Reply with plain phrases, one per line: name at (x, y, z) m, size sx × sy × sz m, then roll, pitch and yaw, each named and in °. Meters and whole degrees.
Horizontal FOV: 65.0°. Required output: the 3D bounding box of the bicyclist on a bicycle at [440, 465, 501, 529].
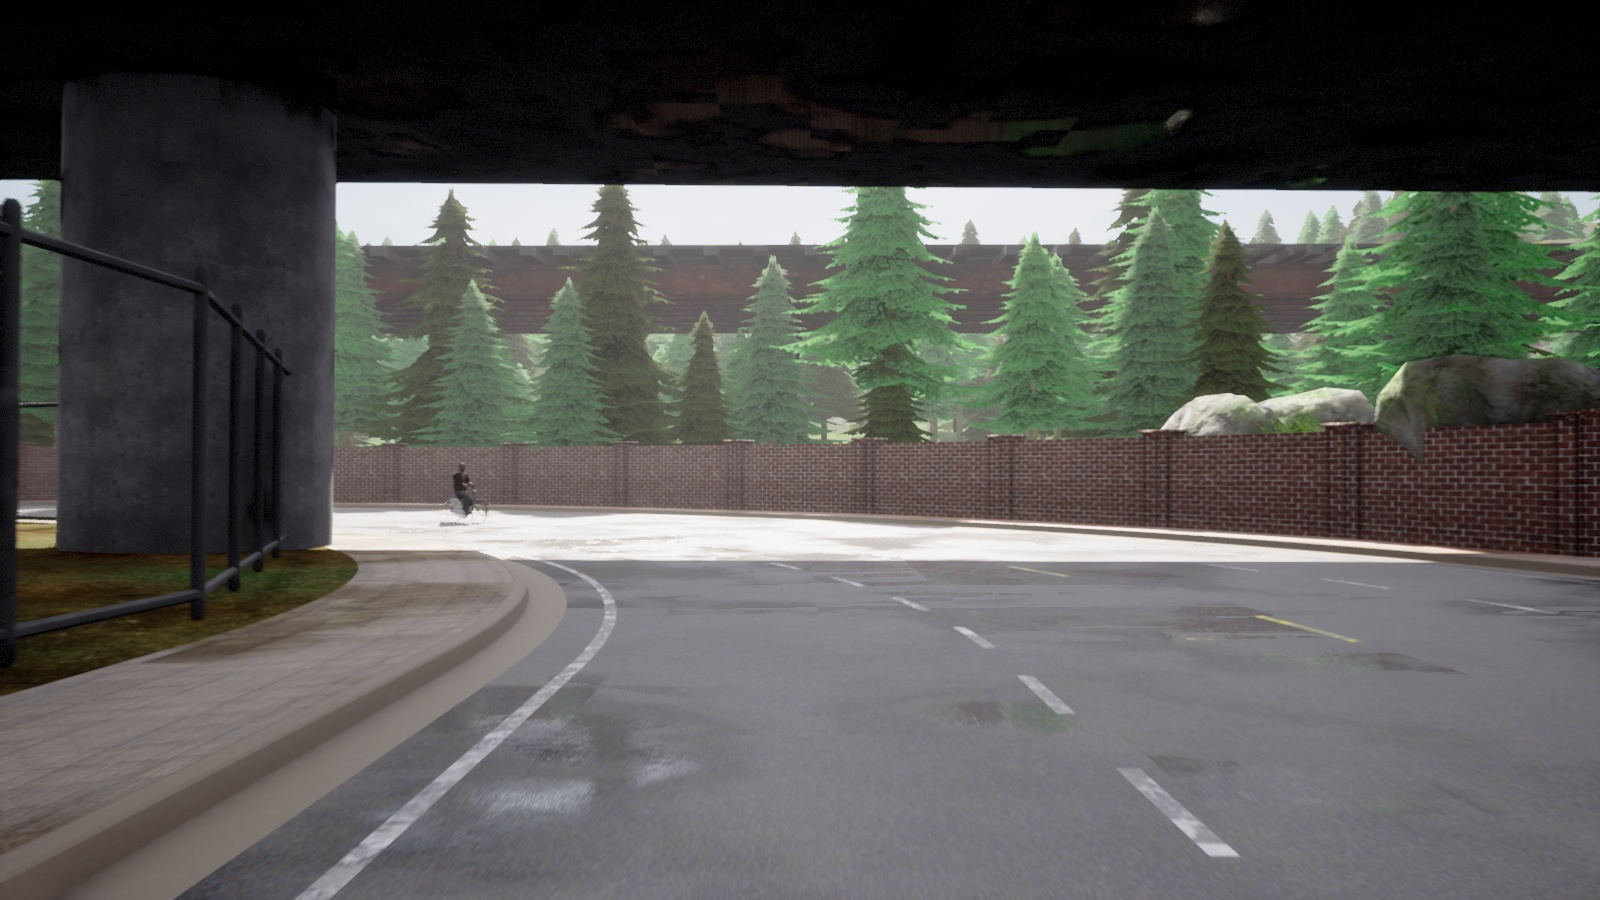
bicyclist on a bicycle at (-9.434, 1.324, 35.891) m, size 1.843 × 1.776 × 0.659 m, roll -1°, pitch -1°, yaw 36°
